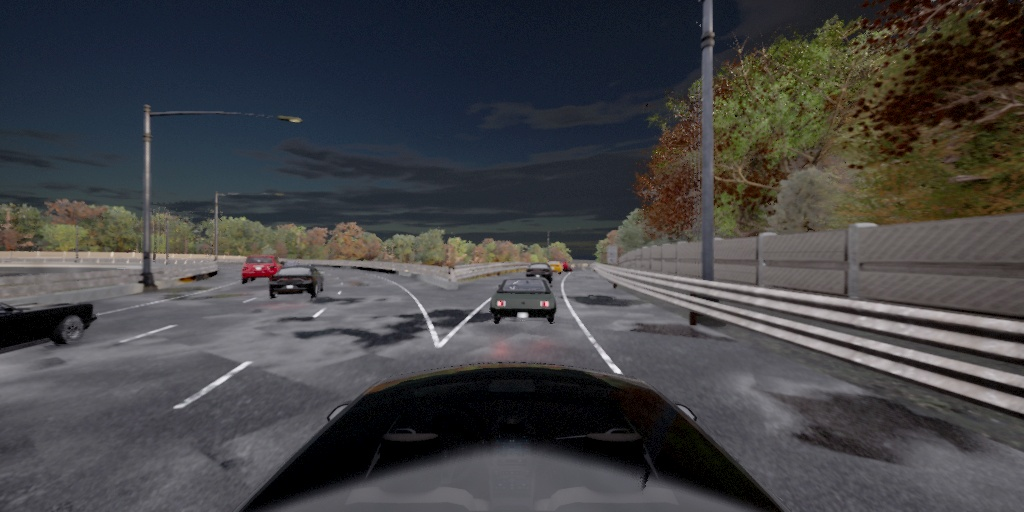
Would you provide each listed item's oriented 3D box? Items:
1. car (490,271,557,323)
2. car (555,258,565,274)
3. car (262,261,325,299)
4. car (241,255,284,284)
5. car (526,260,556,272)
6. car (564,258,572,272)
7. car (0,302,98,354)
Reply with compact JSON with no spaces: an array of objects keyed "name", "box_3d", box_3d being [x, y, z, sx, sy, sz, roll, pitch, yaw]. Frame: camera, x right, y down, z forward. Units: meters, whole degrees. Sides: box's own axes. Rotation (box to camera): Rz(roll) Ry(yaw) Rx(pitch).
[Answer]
[{"name":"car","box_3d":[0.454,1.363,12.190,1.895,1.301,4.718,0,0,4]},{"name":"car","box_3d":[4.957,1.331,42.511,1.882,1.535,5.008,0,-1,11]},{"name":"car","box_3d":[-10.839,1.225,18.332,1.882,1.535,5.008,0,0,-22]},{"name":"car","box_3d":[-18.911,0.963,27.365,2.150,2.045,5.566,0,0,-28]},{"name":"car","box_3d":[2.191,1.260,27.718,1.882,1.535,5.008,0,0,9]},{"name":"car","box_3d":[7.602,1.422,55.275,2.150,2.045,5.566,0,-2,11]},{"name":"car","box_3d":[-10.302,1.336,6.339,1.895,1.301,4.718,0,0,-16]}]
